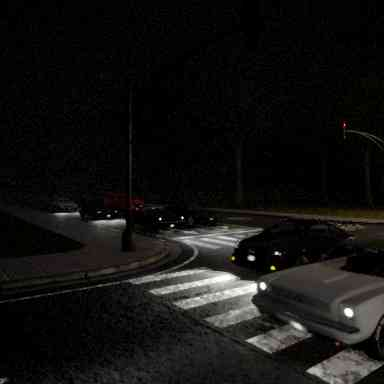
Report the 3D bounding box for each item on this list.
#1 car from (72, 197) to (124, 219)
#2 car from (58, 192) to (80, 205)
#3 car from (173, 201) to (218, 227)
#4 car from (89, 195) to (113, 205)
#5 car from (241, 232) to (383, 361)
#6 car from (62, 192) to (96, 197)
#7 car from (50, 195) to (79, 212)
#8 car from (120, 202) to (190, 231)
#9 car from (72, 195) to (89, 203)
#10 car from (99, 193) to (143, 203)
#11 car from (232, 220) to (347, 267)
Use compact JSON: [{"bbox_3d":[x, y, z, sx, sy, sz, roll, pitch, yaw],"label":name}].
[{"bbox_3d":[-8.031,1.454,28.044,2.033,1.411,5.357,0,0,-36],"label":"car"},{"bbox_3d":[-21.414,1.038,57.734,2.150,2.045,5.566,0,0,-36],"label":"car"},{"bbox_3d":[-0.220,1.410,22.804,1.882,1.535,5.008,0,0,-35],"label":"car"},{"bbox_3d":[-15.006,1.313,54.612,2.128,1.511,4.902,0,0,-36],"label":"car"},{"bbox_3d":[3.308,1.597,6.026,4.718,1.301,1.895,0,0,-35],"label":"car"},{"bbox_3d":[-14.755,1.065,42.882,2.150,2.045,5.566,0,2,-36],"label":"car"},{"bbox_3d":[-14.065,1.401,36.375,1.812,1.442,4.674,0,0,-36],"label":"car"},{"bbox_3d":[-2.372,1.542,20.230,1.895,1.301,4.718,0,0,-36],"label":"car"},{"bbox_3d":[-21.132,1.330,63.039,1.812,1.442,4.674,0,0,-36],"label":"car"},{"bbox_3d":[-6.454,1.116,31.401,2.150,2.045,5.566,0,0,-36],"label":"car"},{"bbox_3d":[3.189,1.553,9.927,4.181,1.385,1.994,0,0,-35],"label":"car"}]
